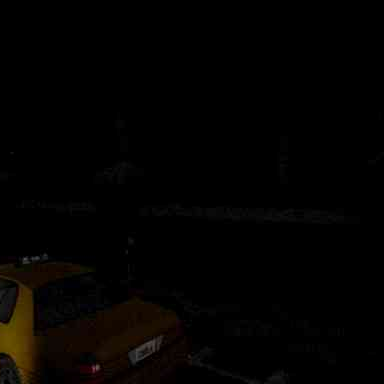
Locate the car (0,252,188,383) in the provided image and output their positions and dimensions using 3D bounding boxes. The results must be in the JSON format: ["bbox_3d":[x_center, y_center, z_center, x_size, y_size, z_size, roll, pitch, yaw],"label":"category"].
[{"bbox_3d":[-2.333,1.525,4.625,4.829,1.417,1.752,0,0,35],"label":"car"}]
